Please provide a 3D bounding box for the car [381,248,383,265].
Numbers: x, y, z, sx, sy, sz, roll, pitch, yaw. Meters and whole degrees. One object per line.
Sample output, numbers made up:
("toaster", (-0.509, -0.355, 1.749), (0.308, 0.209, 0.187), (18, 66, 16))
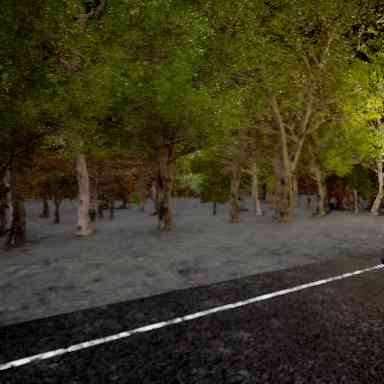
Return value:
("car", (7.136, 1.607, 8.963), (4.718, 1.301, 1.895), (0, 0, -36))
